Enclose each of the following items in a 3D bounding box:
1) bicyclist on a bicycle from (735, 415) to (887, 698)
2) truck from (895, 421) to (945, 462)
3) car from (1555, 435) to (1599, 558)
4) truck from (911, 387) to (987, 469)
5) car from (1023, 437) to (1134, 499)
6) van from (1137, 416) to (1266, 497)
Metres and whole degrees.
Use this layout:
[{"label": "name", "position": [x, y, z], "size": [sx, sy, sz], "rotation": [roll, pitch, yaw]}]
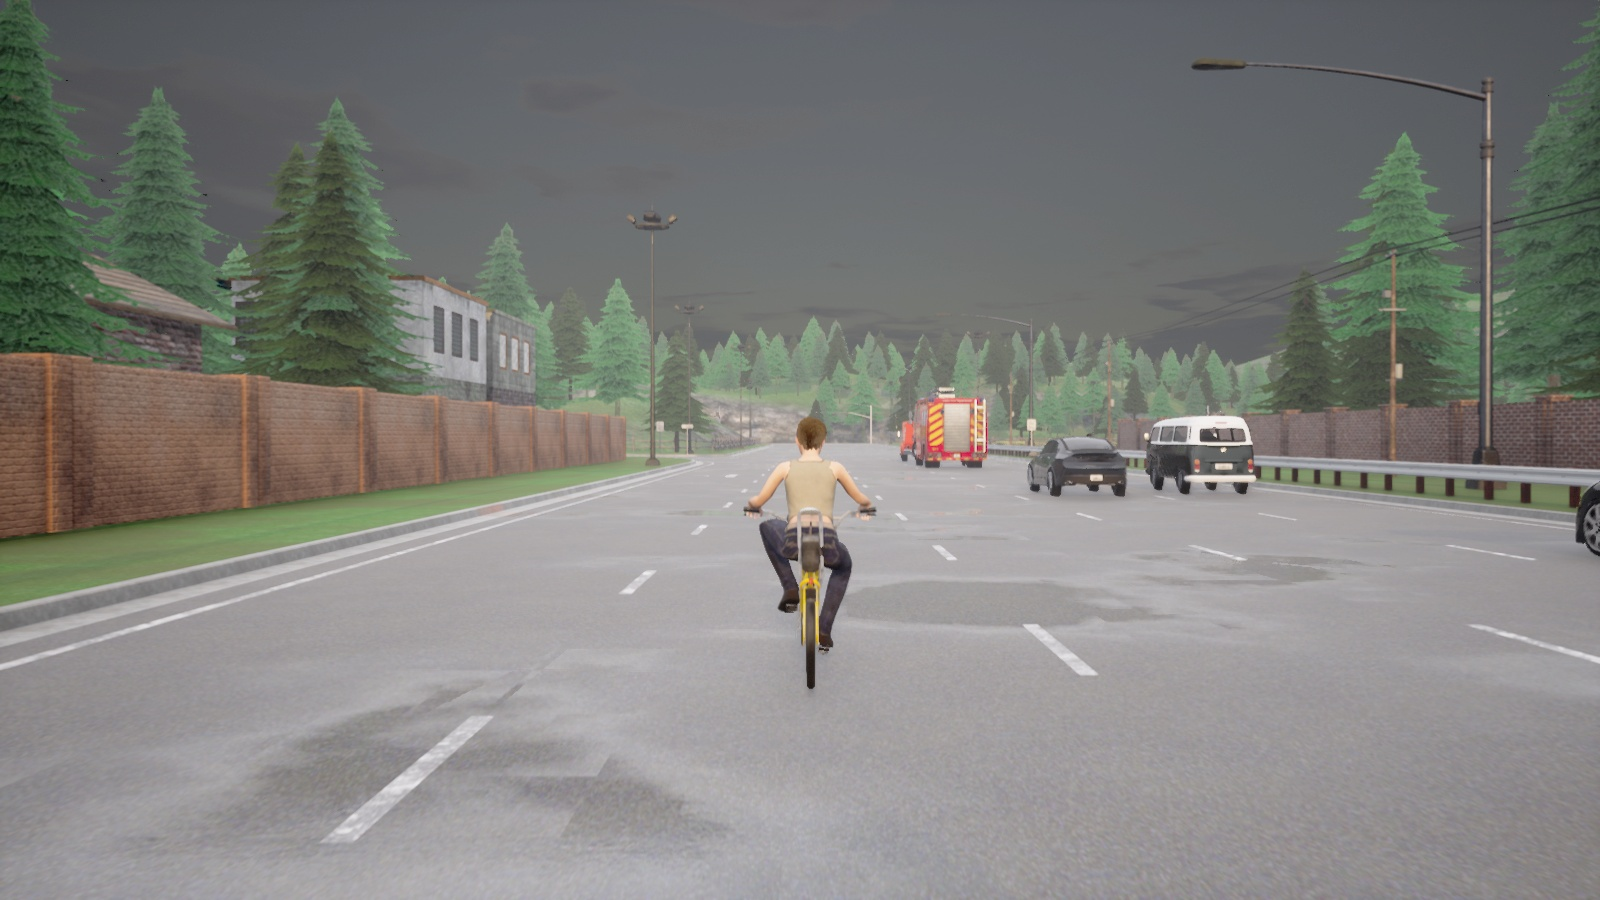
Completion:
[{"label": "bicyclist on a bicycle", "position": [0.063, 0.599, 7.898], "size": [0.866, 1.612, 1.509], "rotation": [0, 1, 0]}, {"label": "truck", "position": [7.452, -0.563, 78.295], "size": [2.627, 2.467, 5.204], "rotation": [0, 1, 0]}, {"label": "car", "position": [10.594, 0.570, 14.076], "size": [1.970, 1.475, 3.806], "rotation": [0, 1, 0]}, {"label": "truck", "position": [7.368, -1.081, 63.144], "size": [2.891, 3.827, 8.468], "rotation": [0, 1, 0]}, {"label": "car", "position": [7.199, 0.408, 32.927], "size": [1.837, 1.490, 4.892], "rotation": [0, 1, 0]}, {"label": "van", "position": [10.703, 0.123, 33.840], "size": [2.069, 2.038, 4.480], "rotation": [0, 1, 0]}]
